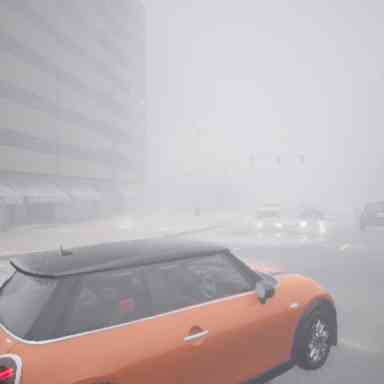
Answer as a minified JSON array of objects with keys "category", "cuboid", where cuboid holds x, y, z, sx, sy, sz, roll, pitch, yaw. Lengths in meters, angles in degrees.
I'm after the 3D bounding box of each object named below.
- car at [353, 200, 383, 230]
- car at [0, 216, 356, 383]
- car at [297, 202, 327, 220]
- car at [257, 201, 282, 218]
[{"category":"car","cuboid":[11.687,1.406,21.296,2.097,1.767,4.553,0,0,20]},{"category":"car","cuboid":[-0.154,1.372,4.123,4.553,1.767,2.097,0,0,-38]},{"category":"car","cuboid":[10.369,1.616,29.102,1.812,1.442,4.674,0,0,13]},{"category":"car","cuboid":[6.923,1.582,29.729,1.882,1.535,5.008,0,0,13]}]
